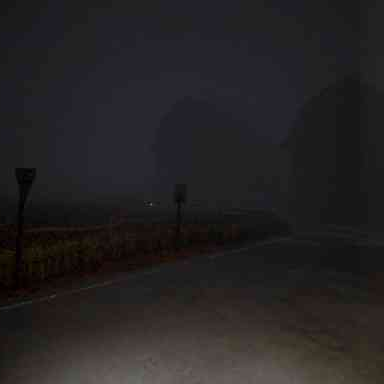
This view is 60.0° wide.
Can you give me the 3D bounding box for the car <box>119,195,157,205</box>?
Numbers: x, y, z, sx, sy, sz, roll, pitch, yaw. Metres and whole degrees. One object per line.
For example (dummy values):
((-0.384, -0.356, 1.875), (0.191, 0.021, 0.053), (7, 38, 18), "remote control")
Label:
((-6.124, 1.188, 37.908), (4.892, 1.490, 1.837), (3, 0, 31), "car")
